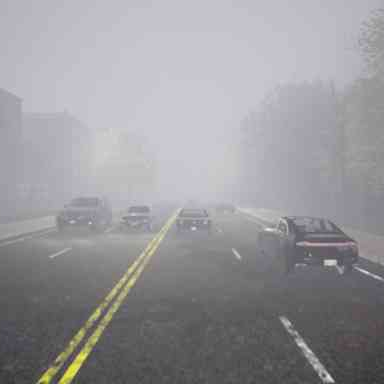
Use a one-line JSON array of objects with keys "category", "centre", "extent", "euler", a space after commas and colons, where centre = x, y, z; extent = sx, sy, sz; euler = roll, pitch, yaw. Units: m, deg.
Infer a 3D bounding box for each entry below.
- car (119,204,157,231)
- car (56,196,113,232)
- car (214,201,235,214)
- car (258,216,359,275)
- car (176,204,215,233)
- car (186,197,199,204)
[{"category": "car", "centre": [-3.259, 1.539, 20.876], "extent": [1.837, 1.490, 4.892], "euler": [0, 0, 0]}, {"category": "car", "centre": [-6.509, 1.273, 20.843], "extent": [2.150, 2.045, 5.566], "euler": [0, 0, 0]}, {"category": "car", "centre": [3.337, 1.595, 34.911], "extent": [1.895, 1.301, 4.718], "euler": [0, 0, 0]}, {"category": "car", "centre": [3.345, 1.491, 10.449], "extent": [2.128, 1.511, 4.902], "euler": [0, 0, 0]}, {"category": "car", "centre": [0.093, 1.599, 19.389], "extent": [1.895, 1.301, 4.718], "euler": [0, 0, 0]}, {"category": "car", "centre": [0.081, 1.481, 51.083], "extent": [2.128, 1.511, 4.902], "euler": [0, 0, 0]}]
